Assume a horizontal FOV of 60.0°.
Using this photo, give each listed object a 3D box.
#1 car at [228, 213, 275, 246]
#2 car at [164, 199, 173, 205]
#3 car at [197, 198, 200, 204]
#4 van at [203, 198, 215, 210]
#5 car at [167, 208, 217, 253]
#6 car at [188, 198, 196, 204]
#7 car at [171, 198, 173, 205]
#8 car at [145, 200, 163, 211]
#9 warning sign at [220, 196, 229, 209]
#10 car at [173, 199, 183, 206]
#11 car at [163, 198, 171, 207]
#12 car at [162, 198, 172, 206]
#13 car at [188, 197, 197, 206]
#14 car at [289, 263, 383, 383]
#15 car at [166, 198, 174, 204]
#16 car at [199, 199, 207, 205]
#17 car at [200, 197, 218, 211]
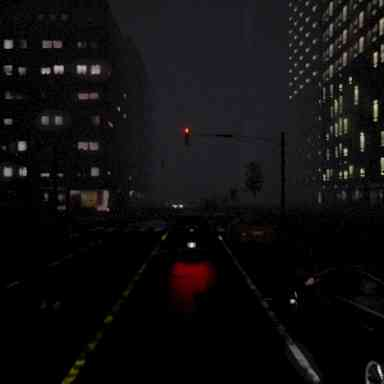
[{"bbox_3d":[2.681,1.679,15.934,1.752,1.417,4.829,0,-1,0],"label":"car"},{"bbox_3d":[-5.722,2.432,81.329,1.802,1.307,4.206,0,-1,0],"label":"car"},{"bbox_3d":[2.661,2.039,70.281,2.192,1.841,5.009,0,-1,0],"label":"car"},{"bbox_3d":[2.667,1.881,53.702,1.690,1.788,3.998,0,-1,0],"label":"van"},{"bbox_3d":[0.000,1.646,14.299,1.837,1.490,4.892,0,0,0],"label":"car"},{"bbox_3d":[-0.029,2.358,87.366,2.128,1.511,4.902,0,-1,0],"label":"car"},{"bbox_3d":[-5.718,2.269,70.276,1.887,1.381,4.507,0,-1,0],"label":"car"},{"bbox_3d":[-5.710,2.032,48.172,2.008,1.369,4.403,0,-1,0],"label":"car"},{"bbox_3d":[5.054,1.631,51.436,1.300,1.860,1.060,0,0,0],"label":"warning sign"},{"bbox_3d":[-3.026,2.315,73.668,1.994,1.385,4.181,0,-1,0],"label":"car"},{"bbox_3d":[-5.716,2.213,64.750,2.008,1.369,4.403,0,-1,0],"label":"car"},{"bbox_3d":[-5.720,2.228,75.804,1.967,1.590,4.097,0,-1,0],"label":"car"},{"bbox_3d":[-0.025,2.306,75.282,2.128,1.511,4.902,0,-1,0],"label":"car"},{"bbox_3d":[2.684,1.609,4.498,1.947,1.339,4.313,0,-1,0],"label":"car"},{"bbox_3d":[-5.724,2.354,86.857,1.967,1.590,4.097,0,-1,0],"label":"car"},{"bbox_3d":[2.658,2.395,81.332,1.887,1.381,4.507,0,-1,0],"label":"car"},{"bbox_3d":[2.669,1.796,48.177,2.192,1.841,5.009,0,-1,0],"label":"car"}]
